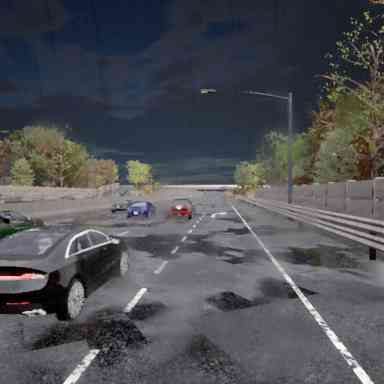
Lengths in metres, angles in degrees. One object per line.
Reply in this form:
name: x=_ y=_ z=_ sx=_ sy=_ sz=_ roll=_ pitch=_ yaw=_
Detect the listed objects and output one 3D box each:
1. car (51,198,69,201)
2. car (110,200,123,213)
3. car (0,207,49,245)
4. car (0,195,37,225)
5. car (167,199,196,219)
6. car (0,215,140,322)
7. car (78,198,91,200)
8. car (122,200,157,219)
car: x=-20.205 y=1.561 z=50.857 sx=2.033 sy=1.411 sz=5.357 roll=0 pitch=0 yaw=5
car: x=-7.258 y=1.550 z=36.204 sx=2.033 sy=1.411 sz=5.357 roll=0 pitch=0 yaw=5
car: x=-9.080 y=1.547 z=15.535 sx=2.033 sy=1.411 sz=5.357 roll=0 pitch=0 yaw=6
car: x=-6.211 y=1.221 z=8.407 sx=2.150 sy=2.045 sz=5.566 roll=0 pitch=0 yaw=5
car: x=-0.853 y=1.352 z=29.190 sx=2.097 sy=1.767 sz=4.553 roll=0 pitch=0 yaw=5
car: x=-2.800 y=1.490 z=7.272 sx=2.128 sy=1.511 sz=4.902 roll=0 pitch=0 yaw=5
car: x=-16.614 y=1.578 z=51.690 sx=1.994 sy=1.385 sz=4.181 roll=0 pitch=0 yaw=5
car: x=-4.352 y=1.526 z=29.319 sx=1.812 sy=1.442 sz=4.674 roll=0 pitch=0 yaw=5
